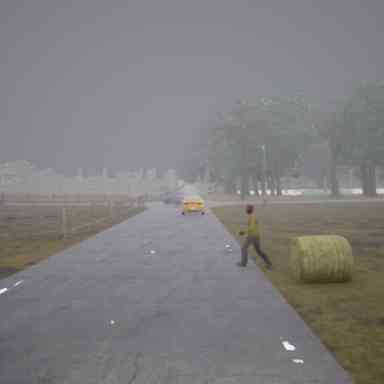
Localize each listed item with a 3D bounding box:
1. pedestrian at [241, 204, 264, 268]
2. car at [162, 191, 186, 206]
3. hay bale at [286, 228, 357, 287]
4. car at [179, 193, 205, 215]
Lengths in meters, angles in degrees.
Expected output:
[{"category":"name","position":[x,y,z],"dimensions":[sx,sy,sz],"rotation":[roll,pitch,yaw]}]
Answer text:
[{"category":"pedestrian","position":[1.662,1.182,9.181],"dimensions":[0.375,1.860,0.375],"rotation":[1,0,-5]},{"category":"car","position":[-2.049,0.933,42.184],"dimensions":[2.033,1.411,5.357],"rotation":[0,1,-29]},{"category":"hay bale","position":[3.117,1.556,8.166],"dimensions":[1.220,1.180,1.240],"rotation":[-1,0,0]},{"category":"car","position":[0.093,1.111,29.211],"dimensions":[1.882,1.535,5.008],"rotation":[0,0,0]}]
